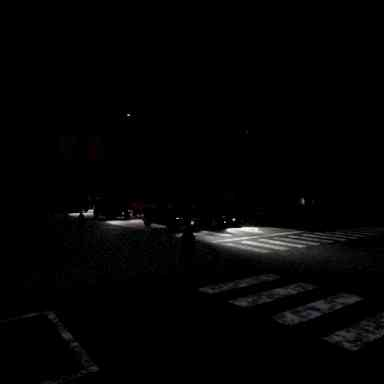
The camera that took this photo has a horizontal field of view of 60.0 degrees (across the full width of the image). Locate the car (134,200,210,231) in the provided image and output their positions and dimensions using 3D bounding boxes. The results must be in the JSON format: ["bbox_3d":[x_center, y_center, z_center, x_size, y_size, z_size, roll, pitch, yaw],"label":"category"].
[{"bbox_3d":[-1.415,1.469,20.695,2.128,1.511,4.902,0,0,-36],"label":"car"}]

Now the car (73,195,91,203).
[{"bbox_3d":[-21.979,1.366,66.414,1.882,1.535,5.008,0,0,-36],"label":"car"}]

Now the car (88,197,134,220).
[{"bbox_3d":[-6.903,1.468,28.344,1.837,1.490,4.892,0,0,-36],"label":"car"}]

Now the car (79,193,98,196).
[{"bbox_3d":[-16.703,1.139,53.488,2.150,2.045,5.566,0,0,-36],"label":"car"}]

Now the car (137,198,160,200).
[{"bbox_3d":[-3.545,1.313,29.238,2.097,1.767,4.553,0,0,-36],"label":"car"}]

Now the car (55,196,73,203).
[{"bbox_3d":[-25.030,1.438,65.087,2.033,1.411,5.357,0,0,-36],"label":"car"}]

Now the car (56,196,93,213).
[{"bbox_3d":[-13.120,1.494,37.003,2.033,1.411,5.357,0,0,-36],"label":"car"}]

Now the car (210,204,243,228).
[{"bbox_3d":[1.439,1.538,22.291,1.994,1.385,4.181,0,0,-36],"label":"car"}]
